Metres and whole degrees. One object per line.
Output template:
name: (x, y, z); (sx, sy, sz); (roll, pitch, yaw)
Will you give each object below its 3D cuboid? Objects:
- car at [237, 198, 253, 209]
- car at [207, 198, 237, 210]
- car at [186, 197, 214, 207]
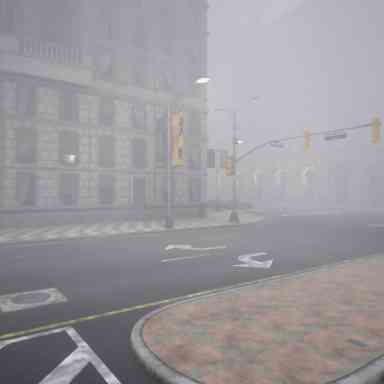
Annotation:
car: (6.224, 1.564, 44.813); (1.994, 1.385, 4.181); (0, 0, -36)
car: (3.282, 1.564, 42.907); (1.994, 1.385, 4.181); (0, 0, -36)
car: (1.134, 1.505, 51.972); (1.837, 1.490, 4.892); (0, 0, -35)
